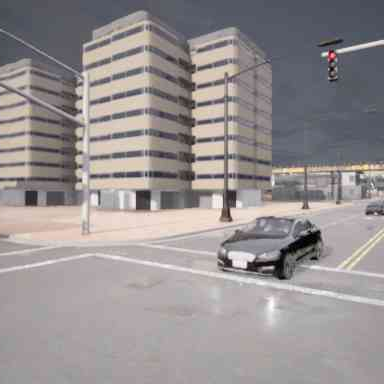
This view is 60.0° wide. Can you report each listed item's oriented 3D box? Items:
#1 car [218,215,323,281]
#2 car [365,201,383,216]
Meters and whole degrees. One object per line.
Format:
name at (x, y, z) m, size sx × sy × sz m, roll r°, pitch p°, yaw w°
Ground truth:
car at (2.572, 1.494, 10.114) m, size 2.128 × 1.511 × 4.902 m, roll 0°, pitch 0°, yaw 35°
car at (17.828, 1.540, 31.680) m, size 2.033 × 1.411 × 5.357 m, roll 0°, pitch 0°, yaw 35°
